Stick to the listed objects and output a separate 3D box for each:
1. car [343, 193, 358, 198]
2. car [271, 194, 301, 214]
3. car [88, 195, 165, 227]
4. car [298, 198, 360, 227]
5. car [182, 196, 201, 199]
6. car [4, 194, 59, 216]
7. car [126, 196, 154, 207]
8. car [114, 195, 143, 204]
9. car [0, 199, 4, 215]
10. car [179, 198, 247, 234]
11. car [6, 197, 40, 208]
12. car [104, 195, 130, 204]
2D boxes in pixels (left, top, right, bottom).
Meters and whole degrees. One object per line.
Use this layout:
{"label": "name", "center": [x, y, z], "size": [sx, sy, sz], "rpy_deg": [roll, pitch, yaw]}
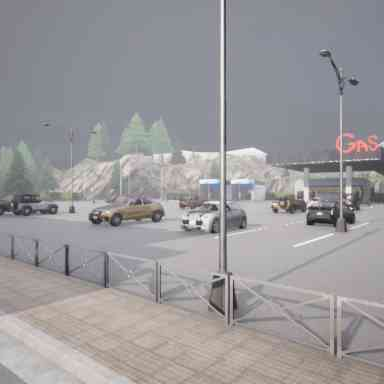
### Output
{"label": "car", "center": [17.052, 1.092, 36.420], "size": [1.905, 1.878, 3.866], "rpy_deg": [0, 0, 39]}
{"label": "car", "center": [9.510, 1.113, 32.441], "size": [1.932, 1.855, 4.605], "rpy_deg": [0, 0, 39]}
{"label": "car", "center": [-3.971, 1.169, 21.026], "size": [2.152, 1.636, 5.027], "rpy_deg": [0, 0, 39]}
{"label": "car", "center": [8.496, 1.313, 20.301], "size": [2.007, 1.523, 4.514], "rpy_deg": [0, 0, 39]}
{"label": "car", "center": [0.353, 1.313, 40.915], "size": [2.007, 1.523, 4.514], "rpy_deg": [0, 0, 39]}
{"label": "car", "center": [-13.842, 1.092, 29.166], "size": [1.905, 1.878, 3.866], "rpy_deg": [0, 0, 39]}
{"label": "car", "center": [-7.330, 1.334, 47.305], "size": [1.845, 1.501, 3.633], "rpy_deg": [0, 0, 39]}
{"label": "car", "center": [-11.587, 1.345, 60.762], "size": [2.152, 1.636, 5.027], "rpy_deg": [0, 0, 39]}
{"label": "car", "center": [-16.346, 1.112, 30.697], "size": [1.932, 1.855, 4.605], "rpy_deg": [0, 0, 39]}
{"label": "car", "center": [1.186, 1.247, 17.193], "size": [1.970, 1.475, 3.806], "rpy_deg": [0, 0, 39]}
{"label": "car", "center": [-23.576, 1.398, 46.455], "size": [1.970, 1.475, 3.806], "rpy_deg": [0, 0, 39]}
{"label": "car", "center": [-14.040, 1.354, 62.717], "size": [2.007, 1.523, 4.514], "rpy_deg": [0, 0, 39]}
